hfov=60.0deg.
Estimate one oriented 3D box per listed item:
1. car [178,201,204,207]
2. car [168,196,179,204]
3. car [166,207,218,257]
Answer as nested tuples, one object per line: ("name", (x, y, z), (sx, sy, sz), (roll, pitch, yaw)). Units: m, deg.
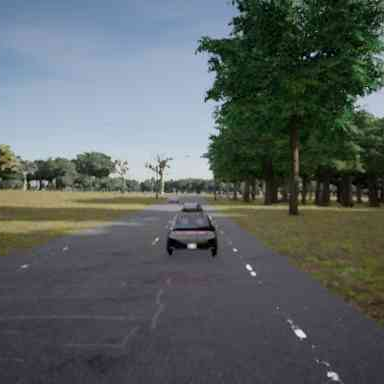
("car", (0.025, 1.642, 29.219), (1.882, 1.535, 5.008), (0, 0, 1))
("car", (-3.528, 1.565, 64.516), (1.812, 1.442, 4.674), (0, 1, 1))
("car", (0.018, 1.594, 13.487), (2.128, 1.511, 4.902), (0, 0, 0))
